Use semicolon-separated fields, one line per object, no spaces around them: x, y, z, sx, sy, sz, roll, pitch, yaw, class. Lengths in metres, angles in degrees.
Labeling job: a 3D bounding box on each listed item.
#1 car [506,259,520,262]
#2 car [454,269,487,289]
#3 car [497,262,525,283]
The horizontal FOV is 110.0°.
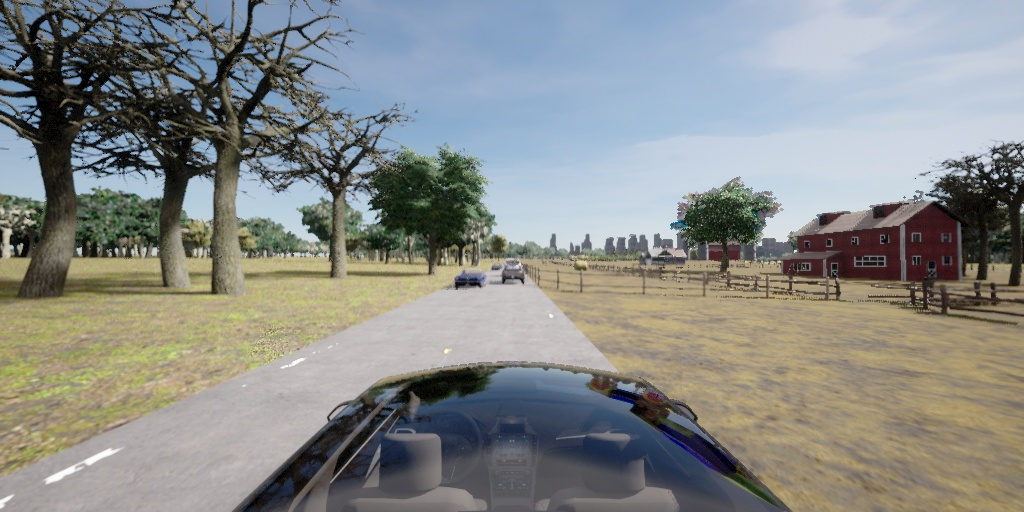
0.097;1.421;43.948;2.150;2.045;5.566;0;-1;0;car
-2.848;1.567;25.229;1.895;1.301;4.718;0;-1;0;car
0.092;1.517;30.996;2.128;1.511;4.902;0;-1;0;car
